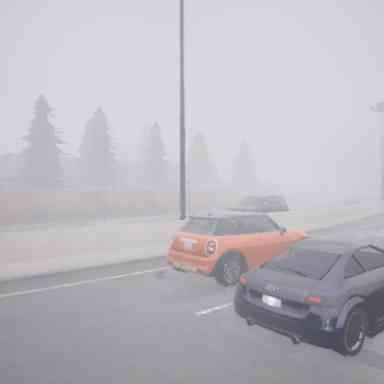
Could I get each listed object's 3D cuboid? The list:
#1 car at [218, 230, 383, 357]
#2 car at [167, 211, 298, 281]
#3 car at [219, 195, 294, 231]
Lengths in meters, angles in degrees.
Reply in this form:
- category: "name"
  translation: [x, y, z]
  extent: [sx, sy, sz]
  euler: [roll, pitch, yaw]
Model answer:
- category: "car"
  translation: [2.732, 1.558, 6.131]
  extent: [4.181, 1.385, 1.994]
  euler: [0, 0, -39]
- category: "car"
  translation: [1.564, 1.358, 9.687]
  extent: [4.553, 1.767, 2.097]
  euler: [0, 0, -39]
- category: "car"
  translation: [4.376, 1.230, 21.953]
  extent: [2.150, 2.045, 5.566]
  euler: [0, 0, 44]
